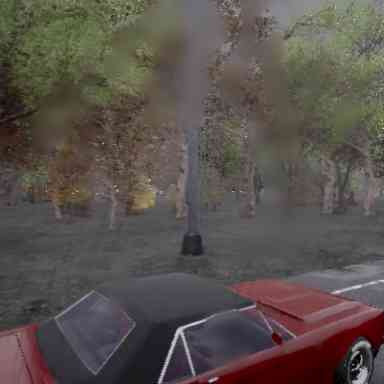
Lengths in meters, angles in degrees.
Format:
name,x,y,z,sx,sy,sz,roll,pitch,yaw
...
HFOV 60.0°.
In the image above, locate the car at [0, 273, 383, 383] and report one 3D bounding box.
name,x,y,z,sx,sy,sz,roll,pitch,yaw
car,0.091,1.608,3.564,4.718,1.301,1.895,0,0,-34
